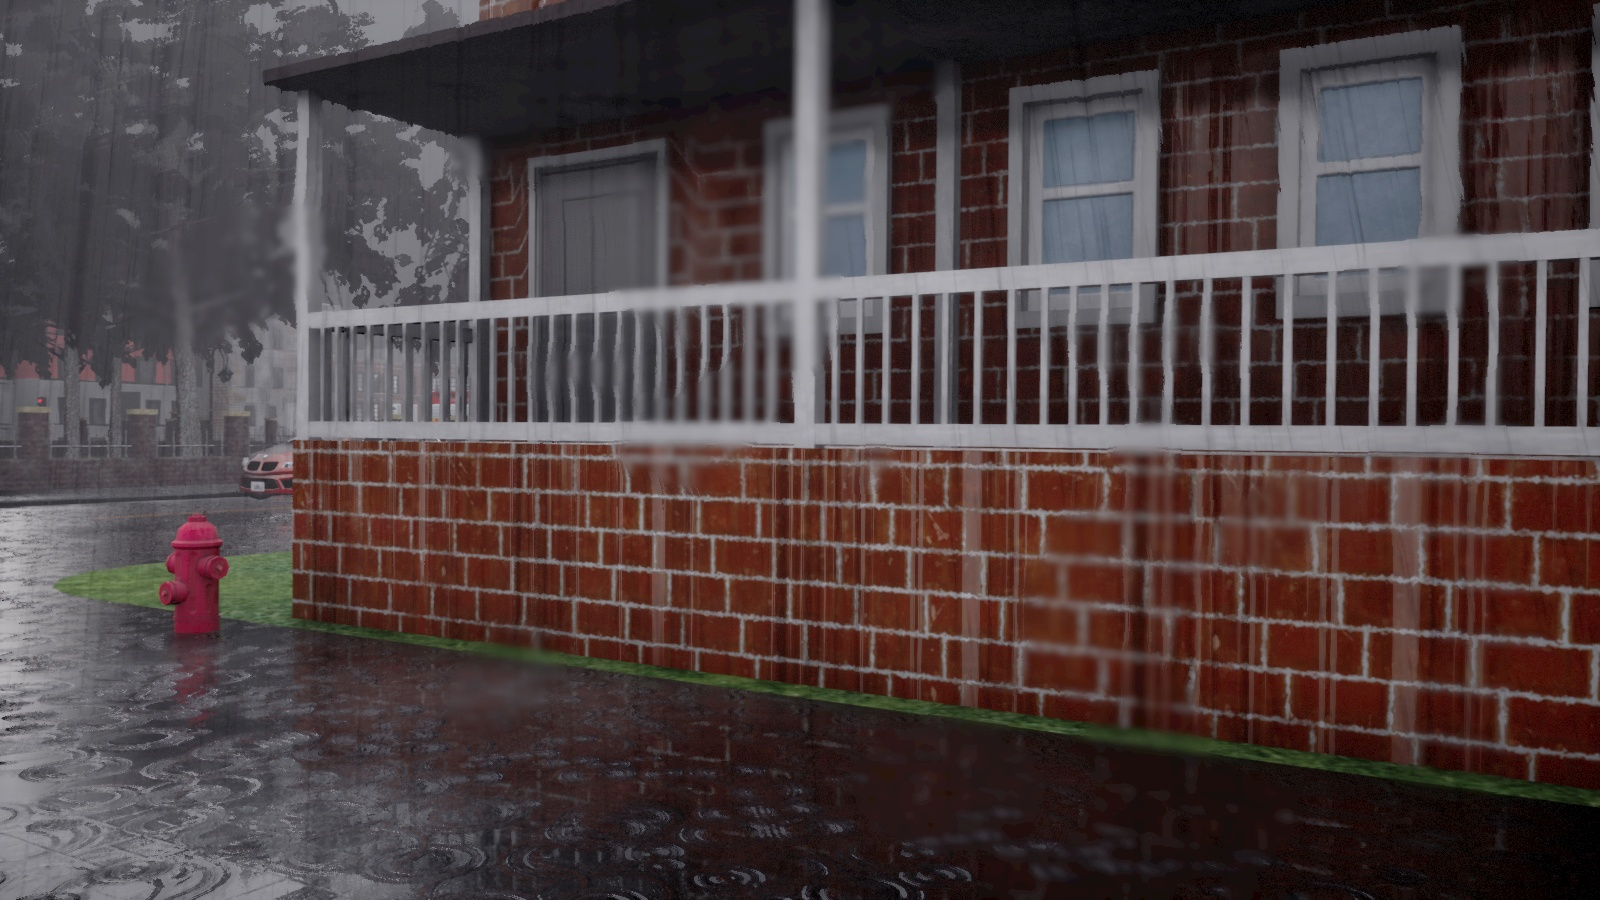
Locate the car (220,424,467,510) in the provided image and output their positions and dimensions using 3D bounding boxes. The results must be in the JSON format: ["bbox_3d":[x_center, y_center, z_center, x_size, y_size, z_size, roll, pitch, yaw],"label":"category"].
[{"bbox_3d":[-9.637,0.300,26.903,2.242,1.667,4.611,0,1,29],"label":"car"}]

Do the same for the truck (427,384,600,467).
[{"bbox_3d":[-13.984,-1.131,61.062,8.468,3.827,2.891,0,1,30],"label":"truck"}]
